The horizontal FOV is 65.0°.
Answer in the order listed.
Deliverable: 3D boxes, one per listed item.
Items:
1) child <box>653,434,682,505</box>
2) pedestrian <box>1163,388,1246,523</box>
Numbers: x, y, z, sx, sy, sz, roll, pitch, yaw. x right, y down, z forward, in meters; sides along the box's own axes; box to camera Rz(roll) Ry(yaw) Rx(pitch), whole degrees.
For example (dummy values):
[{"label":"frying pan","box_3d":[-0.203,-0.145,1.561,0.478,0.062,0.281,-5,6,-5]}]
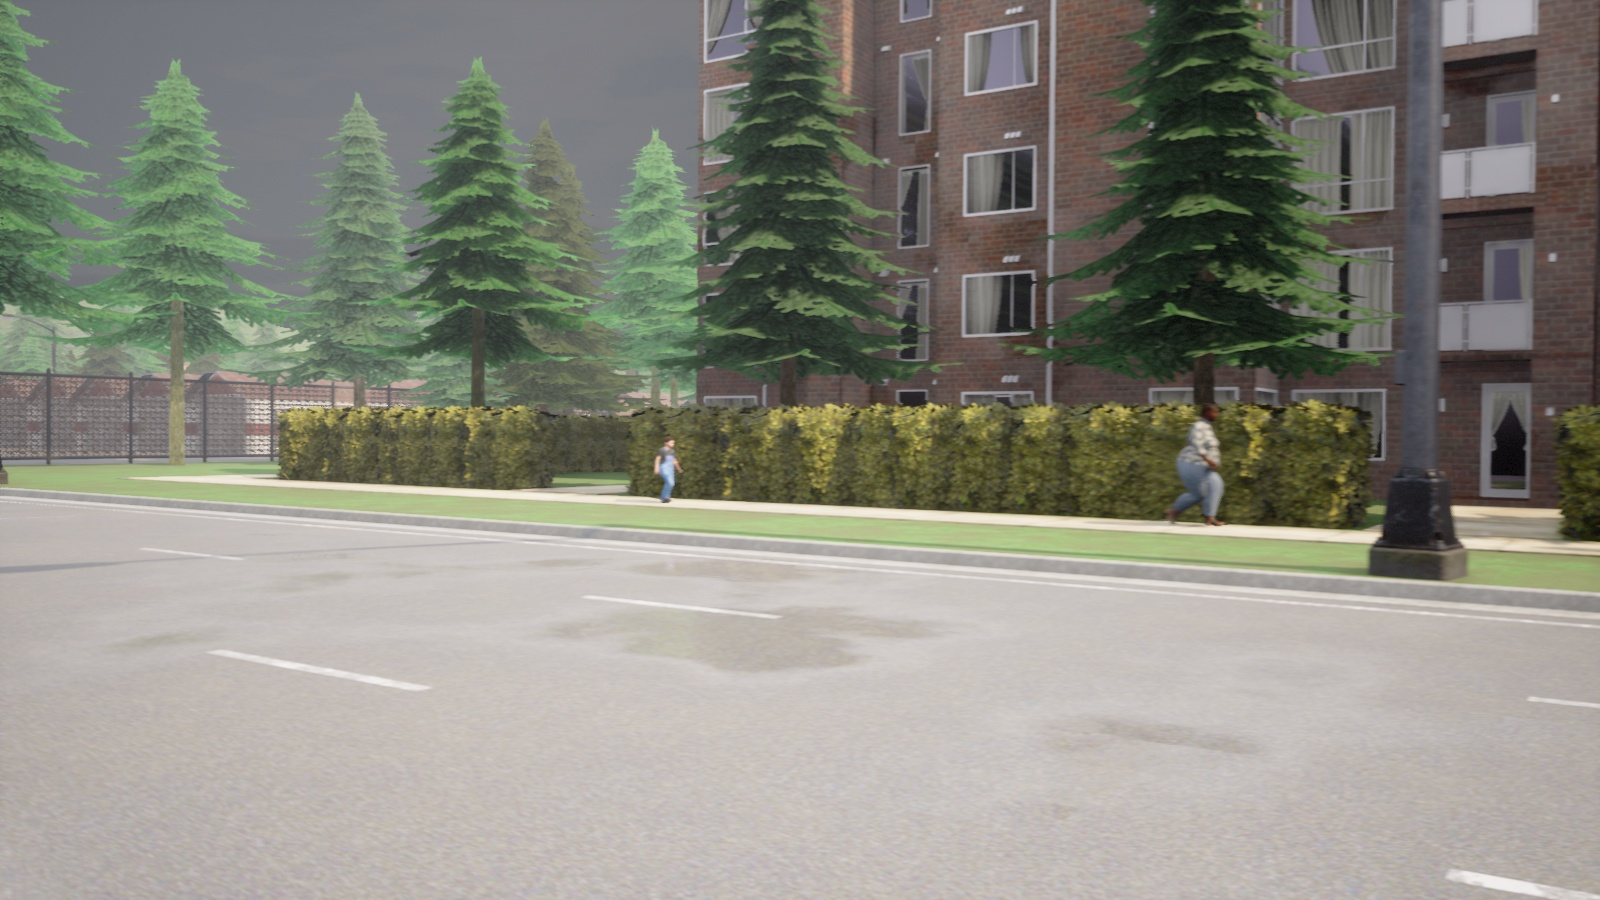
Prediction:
[{"label":"child","box_3d":[-2.391,0.353,22.646,0.437,1.263,0.270,0,1,33]},{"label":"pedestrian","box_3d":[5.758,0.064,17.847,0.900,1.855,0.874,0,1,34]}]
